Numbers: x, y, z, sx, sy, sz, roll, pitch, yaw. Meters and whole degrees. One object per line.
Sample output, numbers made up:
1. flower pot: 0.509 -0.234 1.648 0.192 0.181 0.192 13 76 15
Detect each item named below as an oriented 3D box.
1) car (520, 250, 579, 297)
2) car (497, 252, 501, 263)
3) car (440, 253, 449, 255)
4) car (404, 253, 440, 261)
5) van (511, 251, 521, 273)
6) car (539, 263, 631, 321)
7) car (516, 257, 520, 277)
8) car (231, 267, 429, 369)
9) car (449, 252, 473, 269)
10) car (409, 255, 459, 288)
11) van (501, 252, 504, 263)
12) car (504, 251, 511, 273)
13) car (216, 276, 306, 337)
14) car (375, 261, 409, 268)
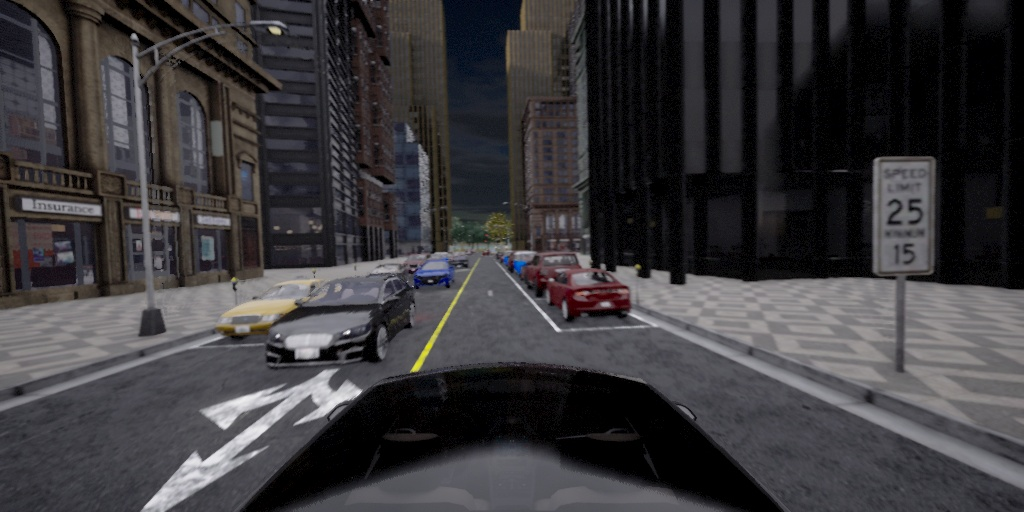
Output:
1. car: 1.850 0.721 16.393 2.192 1.841 5.009 0 0 -4
2. car: -0.799 0.323 51.388 1.802 1.307 4.207 0 0 -4
3. car: -8.480 0.649 39.924 1.967 1.591 4.097 0 0 -4
4. car: -7.745 0.710 30.181 2.192 1.841 5.009 0 0 -4
5. van: 1.096 0.555 26.539 1.690 1.789 3.998 0 0 -4
6. car: 2.227 1.048 11.320 1.888 1.381 4.507 0 0 -4
7. car: 1.473 0.893 21.466 1.802 1.307 4.207 0 0 -4
8. car: -3.435 1.227 8.094 2.128 1.511 4.902 -2 1 -5
9. car: -5.798 0.662 40.694 2.033 1.411 5.357 -2 1 -4
10. car: -4.398 0.970 20.937 1.882 1.535 5.008 -2 1 -4
11. van: -0.035 0.265 41.757 1.690 1.789 3.998 0 0 -4
12. car: 0.719 0.433 31.611 2.192 1.841 5.009 0 0 -4
13. car: -6.262 1.289 10.526 1.751 1.417 4.829 0 0 -4
14. car: -7.009 1.130 20.438 2.007 1.370 4.403 0 0 -4
